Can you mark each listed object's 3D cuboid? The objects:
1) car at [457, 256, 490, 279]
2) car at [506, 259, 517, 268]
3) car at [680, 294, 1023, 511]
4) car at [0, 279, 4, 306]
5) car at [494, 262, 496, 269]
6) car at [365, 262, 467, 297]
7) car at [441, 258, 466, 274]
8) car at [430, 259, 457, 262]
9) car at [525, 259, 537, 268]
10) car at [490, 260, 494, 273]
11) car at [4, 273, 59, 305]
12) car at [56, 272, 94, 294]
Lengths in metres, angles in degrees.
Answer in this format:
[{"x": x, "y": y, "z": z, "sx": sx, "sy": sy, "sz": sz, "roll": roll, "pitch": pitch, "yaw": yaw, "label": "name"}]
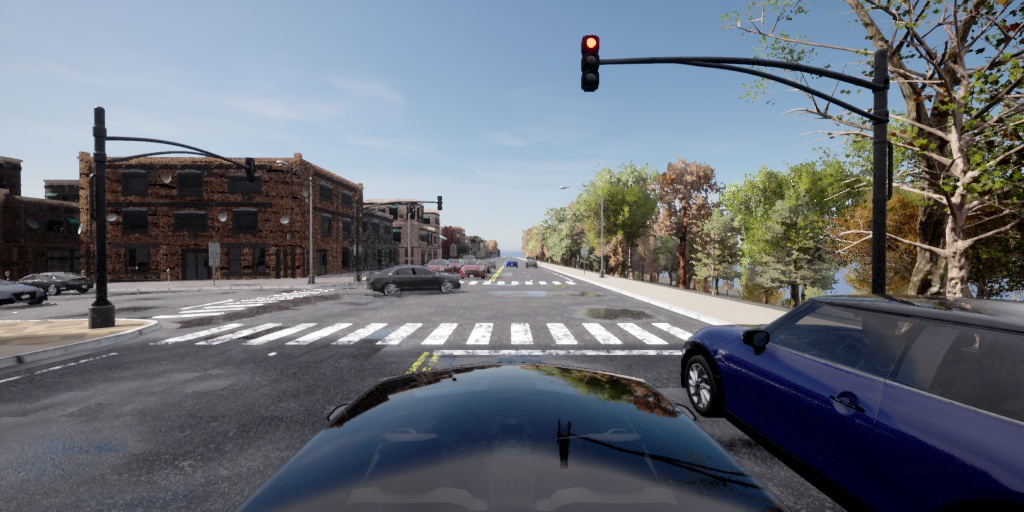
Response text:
[{"x": -3.375, "y": 1.098, "z": 32.263, "sx": 2.097, "sy": 1.767, "sz": 4.553, "roll": 0, "pitch": 0, "yaw": 0, "label": "car"}, {"x": -0.016, "y": 1.222, "z": 62.668, "sx": 1.882, "sy": 1.535, "sz": 5.008, "roll": 0, "pitch": 0, "yaw": 0, "label": "car"}, {"x": 3.350, "y": 1.102, "z": 3.068, "sx": 2.097, "sy": 1.767, "sz": 4.553, "roll": 0, "pitch": 0, "yaw": 0, "label": "car"}, {"x": -22.619, "y": 1.686, "z": 13.379, "sx": 4.313, "sy": 1.339, "sz": 1.948, "roll": 0, "pitch": 0, "yaw": -1, "label": "car"}, {"x": -3.437, "y": 1.308, "z": 54.337, "sx": 1.994, "sy": 1.385, "sz": 4.181, "roll": 0, "pitch": 0, "yaw": 0, "label": "car"}, {"x": -5.182, "y": 1.248, "z": 19.065, "sx": 4.892, "sy": 1.490, "sz": 1.837, "roll": 0, "pitch": 1, "yaw": -29, "label": "car"}, {"x": -6.650, "y": 1.098, "z": 41.081, "sx": 2.097, "sy": 1.767, "sz": 4.553, "roll": 0, "pitch": 0, "yaw": 0, "label": "car"}, {"x": -6.689, "y": 1.098, "z": 32.278, "sx": 2.097, "sy": 1.767, "sz": 4.553, "roll": 0, "pitch": 0, "yaw": 2, "label": "car"}, {"x": 3.238, "y": 1.236, "z": 61.048, "sx": 2.128, "sy": 1.511, "sz": 4.902, "roll": 0, "pitch": 0, "yaw": 0, "label": "car"}, {"x": -3.401, "y": 1.223, "z": 41.360, "sx": 1.882, "sy": 1.535, "sz": 5.008, "roll": 0, "pitch": 0, "yaw": 0, "label": "car"}, {"x": -23.846, "y": 1.675, "z": 16.068, "sx": 4.181, "sy": 1.385, "sz": 1.994, "roll": -1, "pitch": 1, "yaw": -1, "label": "car"}, {"x": -28.327, "y": 1.671, "z": 21.900, "sx": 4.403, "sy": 1.370, "sz": 2.007, "roll": 0, "pitch": 0, "yaw": -1, "label": "car"}]
